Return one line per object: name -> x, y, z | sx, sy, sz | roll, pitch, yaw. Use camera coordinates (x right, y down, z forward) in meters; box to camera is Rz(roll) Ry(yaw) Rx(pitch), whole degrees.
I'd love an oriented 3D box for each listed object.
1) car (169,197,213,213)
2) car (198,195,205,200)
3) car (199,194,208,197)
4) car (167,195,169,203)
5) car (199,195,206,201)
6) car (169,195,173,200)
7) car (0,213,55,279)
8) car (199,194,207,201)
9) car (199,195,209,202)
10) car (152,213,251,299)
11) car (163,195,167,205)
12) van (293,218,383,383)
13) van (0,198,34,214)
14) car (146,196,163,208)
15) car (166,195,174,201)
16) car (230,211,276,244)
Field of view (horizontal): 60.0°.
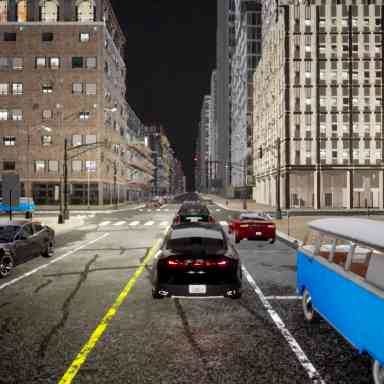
car -> 0.070, 1.352, 17.526 | 2.097, 1.767, 4.553 | 0, 0, -1
car -> 2.700, 1.524, 93.362 | 1.802, 1.307, 4.206 | 1, 0, 0
car -> 2.700, 1.531, 59.452 | 2.008, 1.369, 4.403 | 1, 0, 0
car -> -5.680, 1.562, 59.454 | 1.802, 1.307, 4.206 | 1, 0, 0
car -> 2.701, 1.475, 87.880 | 1.752, 1.417, 4.829 | 1, 0, 0
car -> -5.680, 1.519, 70.756 | 2.008, 1.369, 4.403 | 1, 0, 0
car -> -5.682, 1.567, 10.135 | 1.947, 1.339, 4.313 | 1, 0, 0
car -> 2.702, 1.396, 82.059 | 1.967, 1.590, 4.097 | 1, 0, 0
car -> 2.701, 1.513, 76.406 | 2.008, 1.369, 4.403 | 1, 0, 0
car -> 0.101, 1.506, 8.433 | 1.837, 1.490, 4.892 | 0, 0, 0
car -> -5.678, 1.426, 53.803 | 1.967, 1.590, 4.097 | 1, 0, 0
van -> 2.701, 1.342, 4.553 | 1.690, 1.788, 3.998 | 1, 0, 0
van -> -19.737, 1.525, 37.021 | 3.998, 1.788, 1.690 | 0, 0, 1
car -> -5.681, 1.573, 48.150 | 1.802, 1.307, 4.206 | 1, 0, 0
car -> -5.679, 1.475, 87.542 | 1.752, 1.417, 4.829 | 1, 0, 0
car -> 2.698, 1.545, 15.706 | 1.887, 1.381, 4.507 | 1, 0, 0
